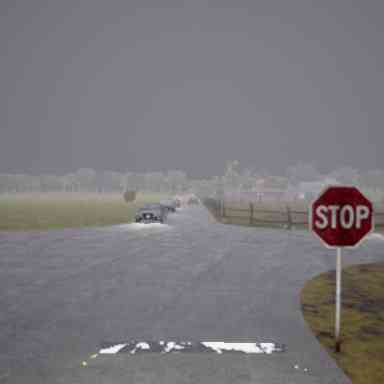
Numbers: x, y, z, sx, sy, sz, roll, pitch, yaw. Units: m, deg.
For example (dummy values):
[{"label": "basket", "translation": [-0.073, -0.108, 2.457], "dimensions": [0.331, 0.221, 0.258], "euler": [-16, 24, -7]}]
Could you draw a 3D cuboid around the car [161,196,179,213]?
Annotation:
[{"label": "car", "translation": [-2.759, 1.450, 36.416], "dimensions": [1.882, 1.535, 5.008], "euler": [0, 0, 0]}]

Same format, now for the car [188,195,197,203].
[{"label": "car", "translation": [0.161, 1.440, 71.008], "dimensions": [1.882, 1.535, 5.008], "euler": [0, 0, 0]}]

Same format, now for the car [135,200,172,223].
[{"label": "car", "translation": [-2.998, 1.542, 25.387], "dimensions": [1.994, 1.385, 4.181], "euler": [0, 0, 3]}]

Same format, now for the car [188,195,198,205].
[{"label": "car", "translation": [0.241, 1.512, 59.677], "dimensions": [2.033, 1.411, 5.357], "euler": [0, 0, 1]}]

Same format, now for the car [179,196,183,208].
[{"label": "car", "translation": [-2.720, 1.532, 48.199], "dimensions": [1.994, 1.385, 4.181], "euler": [0, 0, 0]}]

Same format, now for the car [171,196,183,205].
[{"label": "car", "translation": [-2.623, 1.442, 58.644], "dimensions": [1.882, 1.535, 5.008], "euler": [0, 0, 0]}]
